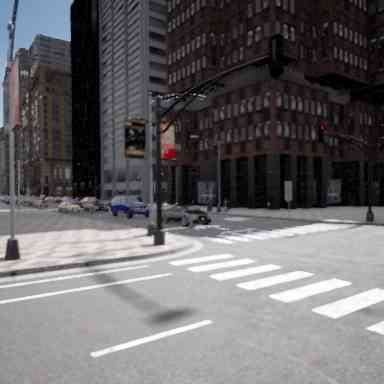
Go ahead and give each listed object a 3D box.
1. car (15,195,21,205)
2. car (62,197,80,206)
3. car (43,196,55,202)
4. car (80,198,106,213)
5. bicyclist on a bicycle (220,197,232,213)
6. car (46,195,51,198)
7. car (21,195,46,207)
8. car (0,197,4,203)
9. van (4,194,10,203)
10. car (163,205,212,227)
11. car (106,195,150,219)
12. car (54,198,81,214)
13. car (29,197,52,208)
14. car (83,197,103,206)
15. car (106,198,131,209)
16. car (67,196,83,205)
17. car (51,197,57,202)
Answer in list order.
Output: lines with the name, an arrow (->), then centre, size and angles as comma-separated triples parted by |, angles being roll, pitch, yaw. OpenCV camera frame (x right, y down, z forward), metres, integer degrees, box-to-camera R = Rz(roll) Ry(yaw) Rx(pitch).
car -> -33.575, 1.658, 65.999 | 2.192, 1.841, 5.009 | -1, 0, -36
car -> -21.589, 1.724, 59.338 | 1.837, 1.490, 4.892 | -1, 0, -36
car -> -36.206, 1.835, 84.325 | 1.752, 1.417, 4.829 | -1, 0, -36
car -> -11.454, 1.739, 39.701 | 1.994, 1.385, 4.181 | -1, 0, -35
bicyclist on a bicycle -> 3.449, 1.321, 33.864 | 1.656, 1.620, 0.582 | -1, 1, -36
car -> -32.949, 1.836, 79.775 | 2.008, 1.369, 4.403 | -1, 0, -36
car -> -27.257, 1.612, 57.175 | 2.192, 1.841, 5.009 | -1, 0, -36
car -> -46.207, 1.878, 83.647 | 1.967, 1.590, 4.097 | -1, 0, -36
van -> -43.050, 1.755, 79.235 | 1.690, 1.788, 3.998 | -1, 0, -36
car -> -0.426, 1.673, 24.293 | 1.994, 1.385, 4.181 | -1, 0, -36
car -> -5.891, 1.363, 31.912 | 2.150, 2.045, 5.566 | -1, 0, -36
car -> -14.520, 1.738, 39.391 | 1.752, 1.417, 4.829 | -1, 0, -36
car -> -24.095, 1.857, 52.765 | 1.802, 1.307, 4.206 | -1, 0, -36
car -> -17.258, 1.696, 57.859 | 1.752, 1.417, 4.829 | -1, 0, -36
car -> -10.843, 1.673, 48.898 | 1.887, 1.381, 4.507 | -1, 0, -36
car -> -23.477, 1.655, 66.541 | 1.967, 1.590, 4.097 | -1, 0, -36
car -> -29.792, 1.806, 75.364 | 1.887, 1.381, 4.507 | -1, 0, -36
